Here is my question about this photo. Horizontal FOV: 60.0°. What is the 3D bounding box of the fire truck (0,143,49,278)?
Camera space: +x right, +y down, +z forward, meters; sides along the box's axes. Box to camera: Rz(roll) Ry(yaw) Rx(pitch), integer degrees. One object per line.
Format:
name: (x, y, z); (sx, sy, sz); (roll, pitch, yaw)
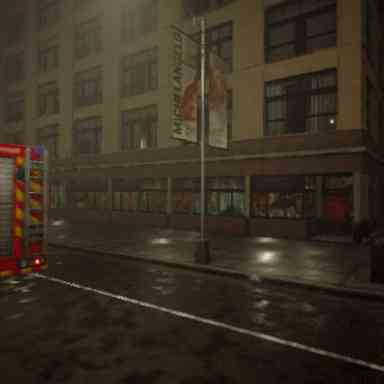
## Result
fire truck: (-7.502, 0.332, 9.616); (8.468, 3.827, 2.891); (0, -1, 40)
